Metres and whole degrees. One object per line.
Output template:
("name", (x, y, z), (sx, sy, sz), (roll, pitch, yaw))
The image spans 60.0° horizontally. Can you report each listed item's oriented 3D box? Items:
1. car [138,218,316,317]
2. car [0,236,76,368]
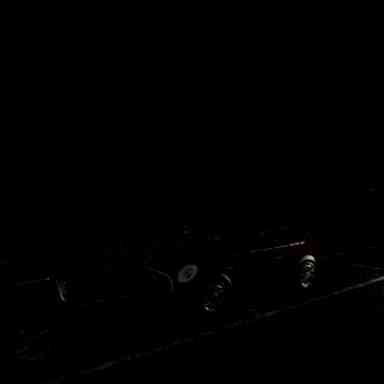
("car", (0.862, 1.433, 7.379), (4.097, 1.590, 1.967), (0, 0, -35))
("car", (-3.730, 1.442, 4.107), (4.097, 1.590, 1.967), (0, 0, -35))
